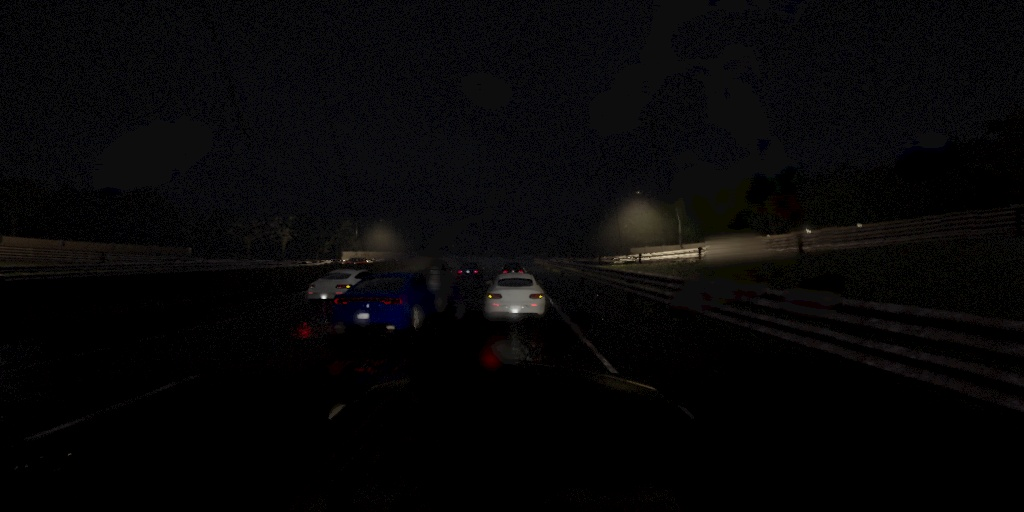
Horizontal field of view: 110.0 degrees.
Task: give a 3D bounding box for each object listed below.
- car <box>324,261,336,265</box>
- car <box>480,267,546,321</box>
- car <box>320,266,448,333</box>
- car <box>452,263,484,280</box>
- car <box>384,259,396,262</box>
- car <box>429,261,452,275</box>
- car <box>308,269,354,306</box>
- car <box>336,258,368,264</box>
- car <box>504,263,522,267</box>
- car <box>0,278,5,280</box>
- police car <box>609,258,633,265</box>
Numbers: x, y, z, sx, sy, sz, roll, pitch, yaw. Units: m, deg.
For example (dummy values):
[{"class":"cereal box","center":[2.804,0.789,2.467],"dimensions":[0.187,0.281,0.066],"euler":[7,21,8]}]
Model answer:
[{"class":"car","center":[-24.585,1.280,50.600],"dimensions":[1.895,1.301,4.718],"euler":[0,0,0]},{"class":"car","center":[0.097,1.266,12.228],"dimensions":[1.812,1.442,4.674],"euler":[0,0,0]},{"class":"car","center":[-3.403,1.220,10.702],"dimensions":[1.882,1.535,5.008],"euler":[0,0,0]},{"class":"car","center":[-3.409,1.265,30.240],"dimensions":[2.033,1.411,5.357],"euler":[0,0,0]},{"class":"car","center":[-17.590,1.203,51.419],"dimensions":[1.812,1.442,4.674],"euler":[0,0,0]},{"class":"car","center":[-6.911,1.216,34.541],"dimensions":[1.837,1.490,4.892],"euler":[0,0,0]},{"class":"car","center":[-6.891,1.263,15.456],"dimensions":[1.812,1.442,4.674],"euler":[0,0,0]},{"class":"car","center":[-21.084,1.036,48.054],"dimensions":[2.097,1.767,4.553],"euler":[0,0,0]},{"class":"car","center":[0.090,1.266,30.183],"dimensions":[2.033,1.411,5.357],"euler":[0,0,0]},{"class":"car","center":[-17.602,1.247,10.262],"dimensions":[1.837,1.490,4.892],"euler":[0,0,0]},{"class":"police car","center":[18.195,0.806,60.306],"dimensions":[2.038,1.542,4.974],"euler":[0,-2,-17]}]
